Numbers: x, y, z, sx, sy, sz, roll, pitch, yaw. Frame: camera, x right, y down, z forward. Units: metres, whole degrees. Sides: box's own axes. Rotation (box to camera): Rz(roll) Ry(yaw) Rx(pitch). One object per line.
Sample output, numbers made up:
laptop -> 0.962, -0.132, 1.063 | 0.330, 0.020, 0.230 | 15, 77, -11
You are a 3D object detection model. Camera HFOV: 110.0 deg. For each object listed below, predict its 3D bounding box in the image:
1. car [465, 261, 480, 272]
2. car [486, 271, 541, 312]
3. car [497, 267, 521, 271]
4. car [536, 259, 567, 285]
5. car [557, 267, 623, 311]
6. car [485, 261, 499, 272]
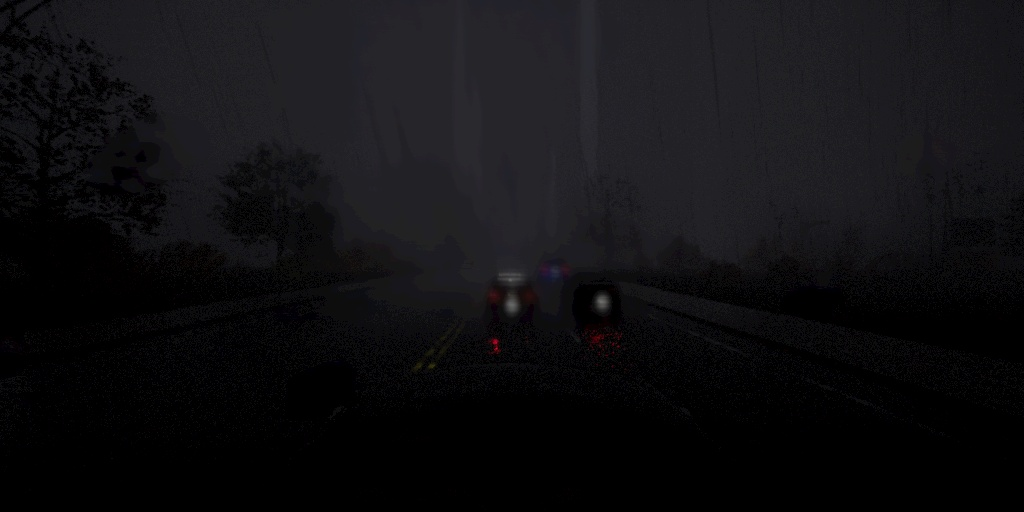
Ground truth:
car -> -6.494, 1.694, 59.494 | 2.097, 1.767, 4.553 | 0, 0, 0
car -> 0.020, 1.497, 15.078 | 1.895, 1.301, 4.718 | 0, -1, 0
car -> 0.027, 1.655, 30.086 | 1.895, 1.301, 4.718 | 0, -1, 0
car -> 3.271, 1.272, 29.399 | 2.150, 2.045, 5.566 | 0, 0, 0
car -> 3.273, 1.406, 15.322 | 1.837, 1.490, 4.892 | 0, 0, 0
car -> -3.244, 1.694, 59.493 | 2.097, 1.767, 4.553 | 0, 0, 0
